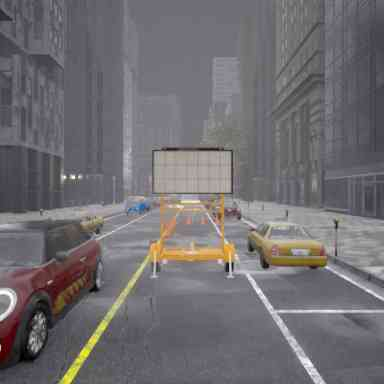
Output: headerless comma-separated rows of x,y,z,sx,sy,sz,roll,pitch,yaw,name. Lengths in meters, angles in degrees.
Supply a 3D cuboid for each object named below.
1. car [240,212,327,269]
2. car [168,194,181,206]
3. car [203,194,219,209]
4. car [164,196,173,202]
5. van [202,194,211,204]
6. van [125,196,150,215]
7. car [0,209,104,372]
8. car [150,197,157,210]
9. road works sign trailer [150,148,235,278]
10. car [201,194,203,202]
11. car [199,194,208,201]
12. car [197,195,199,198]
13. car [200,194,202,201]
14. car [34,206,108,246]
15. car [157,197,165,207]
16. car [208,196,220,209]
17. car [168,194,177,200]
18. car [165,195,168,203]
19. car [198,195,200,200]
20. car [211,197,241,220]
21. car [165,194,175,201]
2.884,1.521,10.994,1.752,1.417,4.829,0,0,1,car
-2.901,1.536,57.222,1.837,1.490,4.892,0,0,0,car
2.935,1.323,44.628,2.192,1.841,5.009,0,0,0,car
-5.533,1.602,78.320,1.752,1.417,4.829,0,0,0,car
2.974,1.392,67.186,1.690,1.788,3.998,0,0,0,van
-5.609,1.335,33.379,1.690,1.788,3.998,0,0,0,van
-3.091,1.351,5.851,2.097,1.767,4.553,0,0,0,car
-5.600,1.565,39.017,1.947,1.339,4.313,0,0,0,car
0.016,0.461,10.109,2.380,3.560,2.880,0,0,0,road works sign trailer
2.945,1.333,50.267,2.192,1.841,5.009,0,0,0,car
3.012,1.435,89.744,2.192,1.841,5.009,0,0,0,car
3.002,1.663,84.103,1.947,1.339,4.313,0,0,0,car
2.964,1.480,61.546,1.967,1.590,4.097,0,0,0,car
-5.640,1.519,16.254,1.752,1.417,4.829,0,0,1,car
-5.581,1.458,50.296,1.967,1.590,4.097,0,0,0,car
2.916,1.434,33.348,1.967,1.590,4.097,0,0,0,car
-5.504,1.457,95.407,2.192,1.841,5.009,0,0,0,car
-5.571,1.574,55.934,1.887,1.381,4.507,0,0,0,car
2.993,1.659,78.465,1.802,1.307,4.206,0,0,0,car
2.906,1.431,27.710,1.967,1.590,4.097,0,0,0,car
-5.523,1.412,84.128,2.192,1.841,5.009,0,0,0,car
